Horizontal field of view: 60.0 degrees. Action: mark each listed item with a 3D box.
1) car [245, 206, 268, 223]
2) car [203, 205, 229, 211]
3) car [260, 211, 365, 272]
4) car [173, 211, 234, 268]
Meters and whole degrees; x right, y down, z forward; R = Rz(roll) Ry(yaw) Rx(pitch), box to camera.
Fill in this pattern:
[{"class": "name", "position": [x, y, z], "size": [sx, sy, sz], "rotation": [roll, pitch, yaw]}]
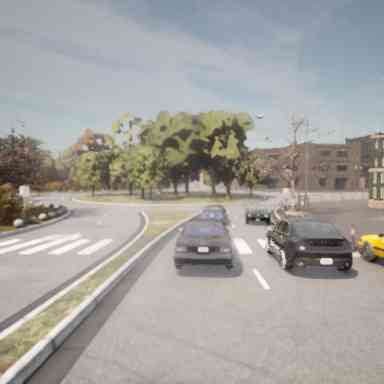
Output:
[{"class": "car", "position": [5.229, 1.764, 26.876], "size": [1.895, 1.301, 4.718], "rotation": [1, 1, 9]}, {"class": "car", "position": [1.768, 1.691, 25.764], "size": [2.033, 1.411, 5.357], "rotation": [1, 0, 9]}, {"class": "car", "position": [3.679, 1.605, 11.198], "size": [1.837, 1.490, 4.892], "rotation": [0, 0, 3]}, {"class": "car", "position": [0.441, 1.635, 11.598], "size": [2.033, 1.411, 5.357], "rotation": [0, 0, 3]}]
